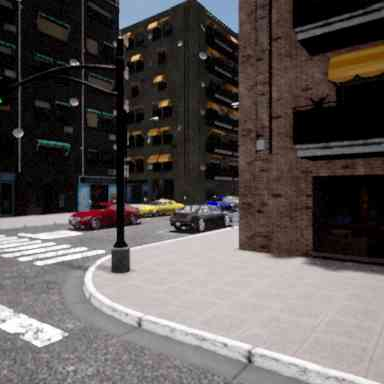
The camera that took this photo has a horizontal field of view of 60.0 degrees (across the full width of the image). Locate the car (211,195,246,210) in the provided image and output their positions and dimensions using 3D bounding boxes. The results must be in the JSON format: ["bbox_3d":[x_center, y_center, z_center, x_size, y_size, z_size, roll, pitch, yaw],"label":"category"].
[{"bbox_3d":[4.082,1.108,36.540,1.752,1.417,4.829,1,1,36],"label":"car"}]

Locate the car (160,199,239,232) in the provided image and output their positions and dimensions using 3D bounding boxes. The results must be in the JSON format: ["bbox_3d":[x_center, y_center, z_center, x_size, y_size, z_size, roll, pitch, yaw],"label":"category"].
[{"bbox_3d":[0.591,1.331,18.305,2.008,1.369,4.403,1,1,36],"label":"car"}]

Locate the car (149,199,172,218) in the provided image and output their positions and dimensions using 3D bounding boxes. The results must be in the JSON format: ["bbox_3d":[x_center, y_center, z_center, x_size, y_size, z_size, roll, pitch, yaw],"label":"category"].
[{"bbox_3d":[-2.577,1.249,27.359,1.752,1.417,4.829,1,1,36],"label":"car"}]

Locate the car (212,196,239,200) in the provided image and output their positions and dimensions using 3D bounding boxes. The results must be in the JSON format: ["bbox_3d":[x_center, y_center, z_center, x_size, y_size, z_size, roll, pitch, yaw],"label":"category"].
[{"bbox_3d":[2.467,1.181,30.106,1.812,1.442,4.674,0,1,36],"label":"car"}]

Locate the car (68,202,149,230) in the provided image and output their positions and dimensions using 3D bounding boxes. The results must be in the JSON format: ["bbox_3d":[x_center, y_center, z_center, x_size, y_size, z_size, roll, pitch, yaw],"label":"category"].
[{"bbox_3d":[-5.012,1.340,19.788,1.812,1.442,4.674,0,1,36],"label":"car"}]
